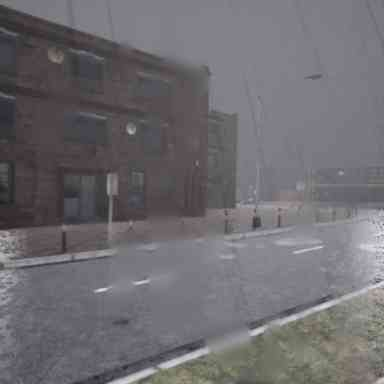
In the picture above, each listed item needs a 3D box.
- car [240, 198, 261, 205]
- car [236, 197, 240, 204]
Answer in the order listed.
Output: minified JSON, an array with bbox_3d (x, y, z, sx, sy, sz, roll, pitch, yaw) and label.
[{"bbox_3d":[13.428,2.079,73.262,2.163,1.488,4.792,1,-1,42],"label":"car"},{"bbox_3d":[9.438,1.846,76.949,2.185,1.767,4.553,1,-1,42],"label":"car"}]
